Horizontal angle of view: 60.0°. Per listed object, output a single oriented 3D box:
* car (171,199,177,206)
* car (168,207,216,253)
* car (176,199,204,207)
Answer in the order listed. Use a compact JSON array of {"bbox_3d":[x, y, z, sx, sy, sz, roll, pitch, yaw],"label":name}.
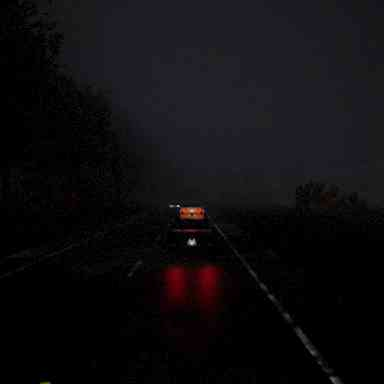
[{"bbox_3d":[-3.515,2.151,70.961,2.033,1.411,5.357,0,0,0],"label":"car"},{"bbox_3d":[0.002,1.623,14.293,2.128,1.511,4.902,0,0,0],"label":"car"},{"bbox_3d":[-0.003,1.611,29.069,2.097,1.767,4.553,0,-1,0],"label":"car"}]
